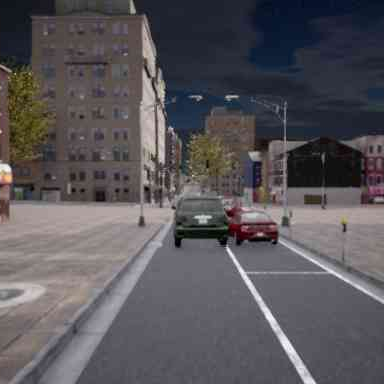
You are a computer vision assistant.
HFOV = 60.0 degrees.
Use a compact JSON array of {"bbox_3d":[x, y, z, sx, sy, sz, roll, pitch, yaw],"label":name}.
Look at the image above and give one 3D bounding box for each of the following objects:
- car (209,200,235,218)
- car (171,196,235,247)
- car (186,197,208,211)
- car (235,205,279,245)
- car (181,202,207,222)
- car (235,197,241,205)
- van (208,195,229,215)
[{"bbox_3d":[2.652,1.493,30.650,2.008,1.369,4.403,-2,0,0],"label":"car"},{"bbox_3d":[0.260,1.177,14.998,2.150,2.045,5.566,0,0,-3],"label":"car"},{"bbox_3d":[0.639,1.445,40.791,2.128,1.511,4.902,0,-1,7],"label":"car"},{"bbox_3d":[2.635,1.501,15.085,1.887,1.381,4.507,-2,0,0],"label":"car"},{"bbox_3d":[0.124,1.544,26.450,1.895,1.301,4.718,0,0,0],"label":"car"},{"bbox_3d":[2.640,1.259,25.665,2.192,1.841,5.009,-2,0,0],"label":"car"},{"bbox_3d":[2.650,1.283,33.970,1.690,1.788,3.998,-2,0,0],"label":"van"}]
